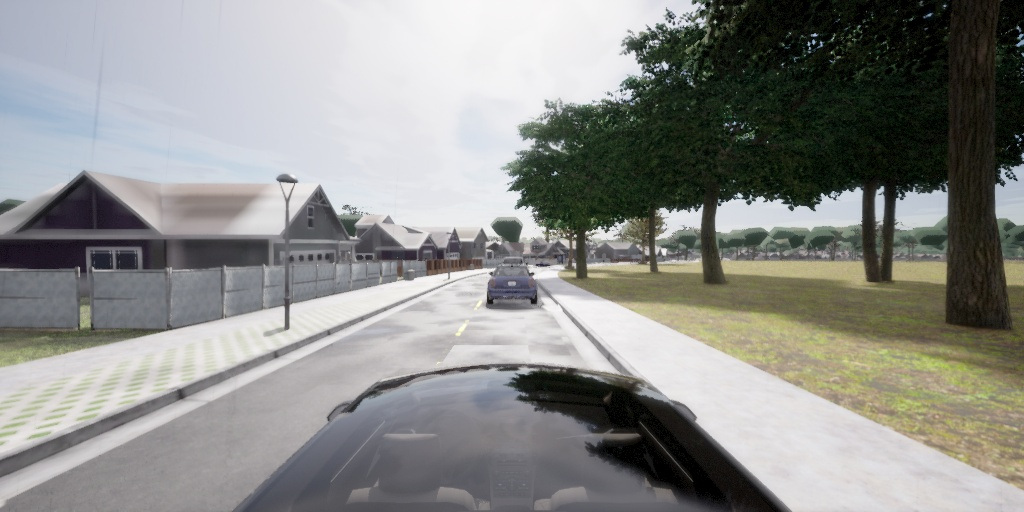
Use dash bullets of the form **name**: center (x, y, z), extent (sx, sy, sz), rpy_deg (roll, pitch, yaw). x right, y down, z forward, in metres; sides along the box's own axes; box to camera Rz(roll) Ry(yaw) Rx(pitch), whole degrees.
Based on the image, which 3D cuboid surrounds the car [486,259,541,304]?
- **car**: center (0.000, 1.138, 16.482), extent (2.097, 1.767, 4.553), rpy_deg (0, 0, 0)

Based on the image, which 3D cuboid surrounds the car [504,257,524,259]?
- **car**: center (0.224, 1.114, 31.468), extent (2.150, 2.045, 5.566), rpy_deg (0, 0, 3)
